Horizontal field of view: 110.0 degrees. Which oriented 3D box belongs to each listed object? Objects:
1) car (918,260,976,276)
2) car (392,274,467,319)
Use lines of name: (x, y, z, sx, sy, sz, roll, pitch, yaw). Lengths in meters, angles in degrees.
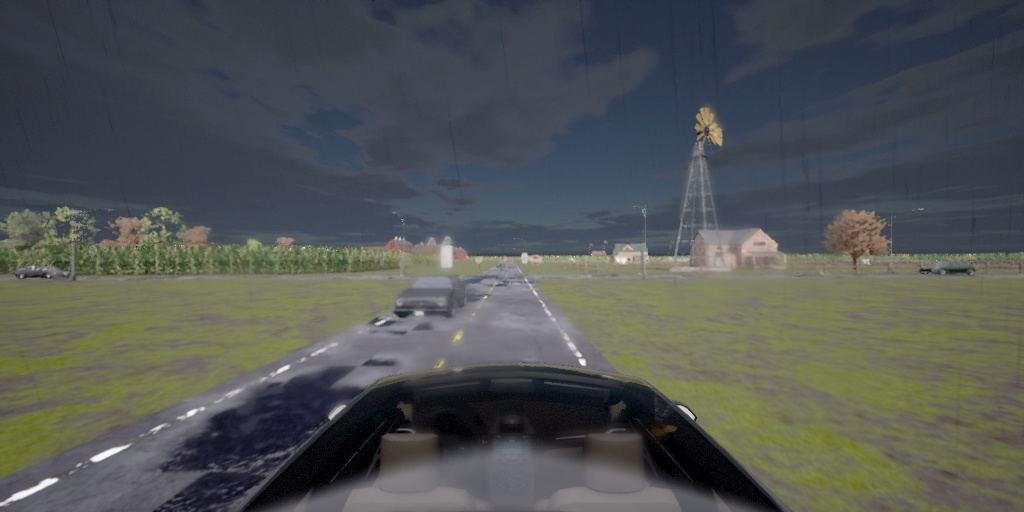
car: (49.403, 1.313, 40.792, 4.553, 1.767, 2.097, 0, 0, 3)
car: (-2.843, 1.420, 13.705, 2.033, 1.411, 5.357, 0, -1, 0)
